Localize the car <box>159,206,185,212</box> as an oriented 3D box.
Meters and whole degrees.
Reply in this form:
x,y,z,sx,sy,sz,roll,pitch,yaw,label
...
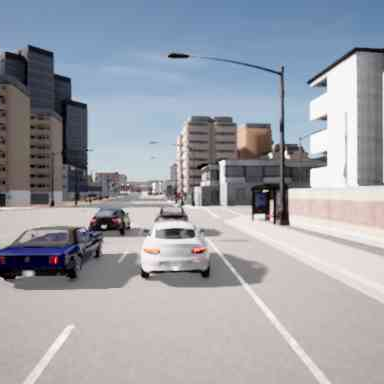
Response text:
x,y,z,sx,sy,sz,roll,pitch,yaw,label
-1.172,1.579,19.452,2.128,1.511,4.902,0,0,-4,car

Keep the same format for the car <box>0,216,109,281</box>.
x,y,z,sx,sy,sz,roll,pitch,yaw,label
-3.999,1.654,10.082,1.895,1.301,4.718,0,0,-4,car

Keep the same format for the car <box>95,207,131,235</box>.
x,y,z,sx,sy,sz,roll,pitch,yaw,label
-4.666,1.620,19.300,1.812,1.442,4.674,0,0,-4,car

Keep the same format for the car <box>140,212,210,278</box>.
x,y,z,sx,sy,sz,roll,pitch,yaw,label
-0.528,1.572,10.203,1.812,1.442,4.674,0,0,-4,car
